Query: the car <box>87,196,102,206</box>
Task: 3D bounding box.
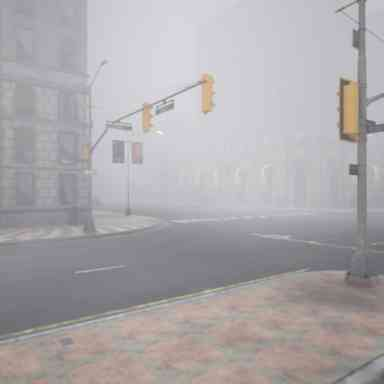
[{"bbox_3d":[-15.857,1.351,52.386,2.097,1.767,4.553,0,0,-35],"label":"car"}]
